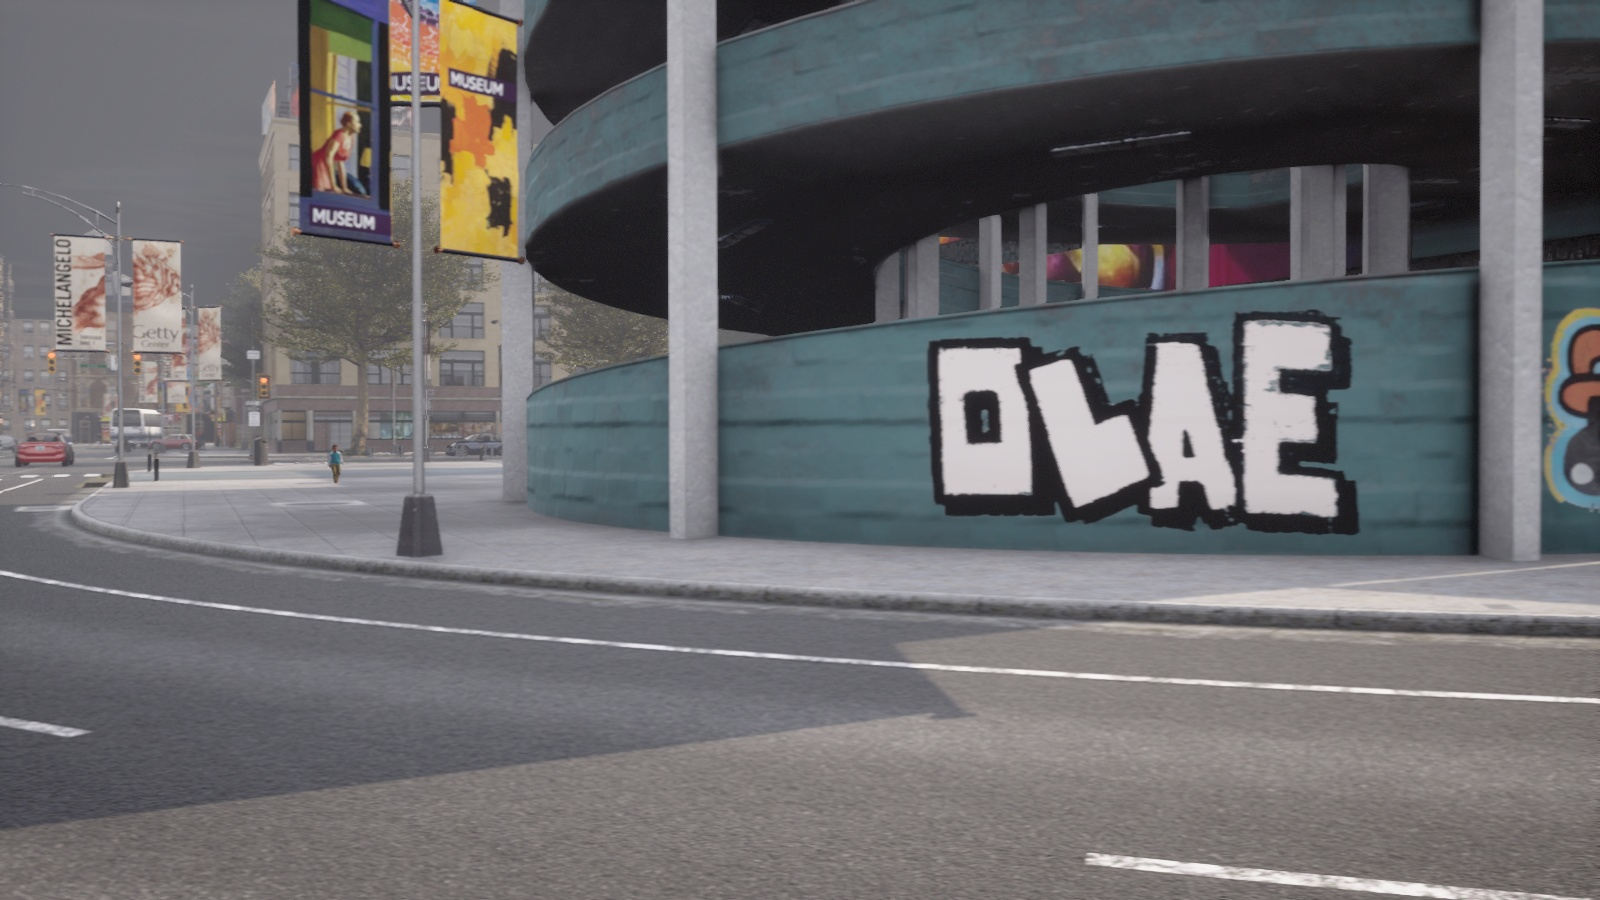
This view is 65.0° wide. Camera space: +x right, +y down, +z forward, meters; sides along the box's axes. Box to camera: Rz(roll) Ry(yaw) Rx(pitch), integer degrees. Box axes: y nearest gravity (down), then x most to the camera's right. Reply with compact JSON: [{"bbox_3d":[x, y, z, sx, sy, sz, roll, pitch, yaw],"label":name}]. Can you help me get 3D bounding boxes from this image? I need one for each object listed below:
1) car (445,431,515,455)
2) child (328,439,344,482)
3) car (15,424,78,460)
[{"bbox_3d":[-19.557,-0.441,76.775,3.806,1.475,1.970,0,1,-26],"label":"car"},{"bbox_3d":[-12.992,0.282,35.162,0.343,1.192,0.448,0,1,-28],"label":"child"},{"bbox_3d":[-36.751,-0.401,61.354,2.242,1.667,4.611,0,1,-26],"label":"car"}]
